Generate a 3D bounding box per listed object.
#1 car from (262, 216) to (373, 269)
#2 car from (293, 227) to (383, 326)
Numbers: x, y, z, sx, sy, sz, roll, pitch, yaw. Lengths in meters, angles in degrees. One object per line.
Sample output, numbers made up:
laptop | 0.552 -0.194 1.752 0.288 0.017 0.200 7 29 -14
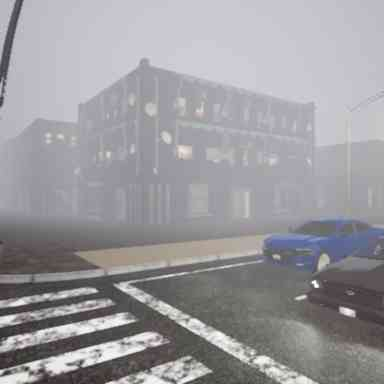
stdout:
car | 4.420 1.581 10.833 5.008 1.535 1.882 1 0 -36
car | 4.747 1.630 7.074 5.357 1.411 2.033 1 0 -36
